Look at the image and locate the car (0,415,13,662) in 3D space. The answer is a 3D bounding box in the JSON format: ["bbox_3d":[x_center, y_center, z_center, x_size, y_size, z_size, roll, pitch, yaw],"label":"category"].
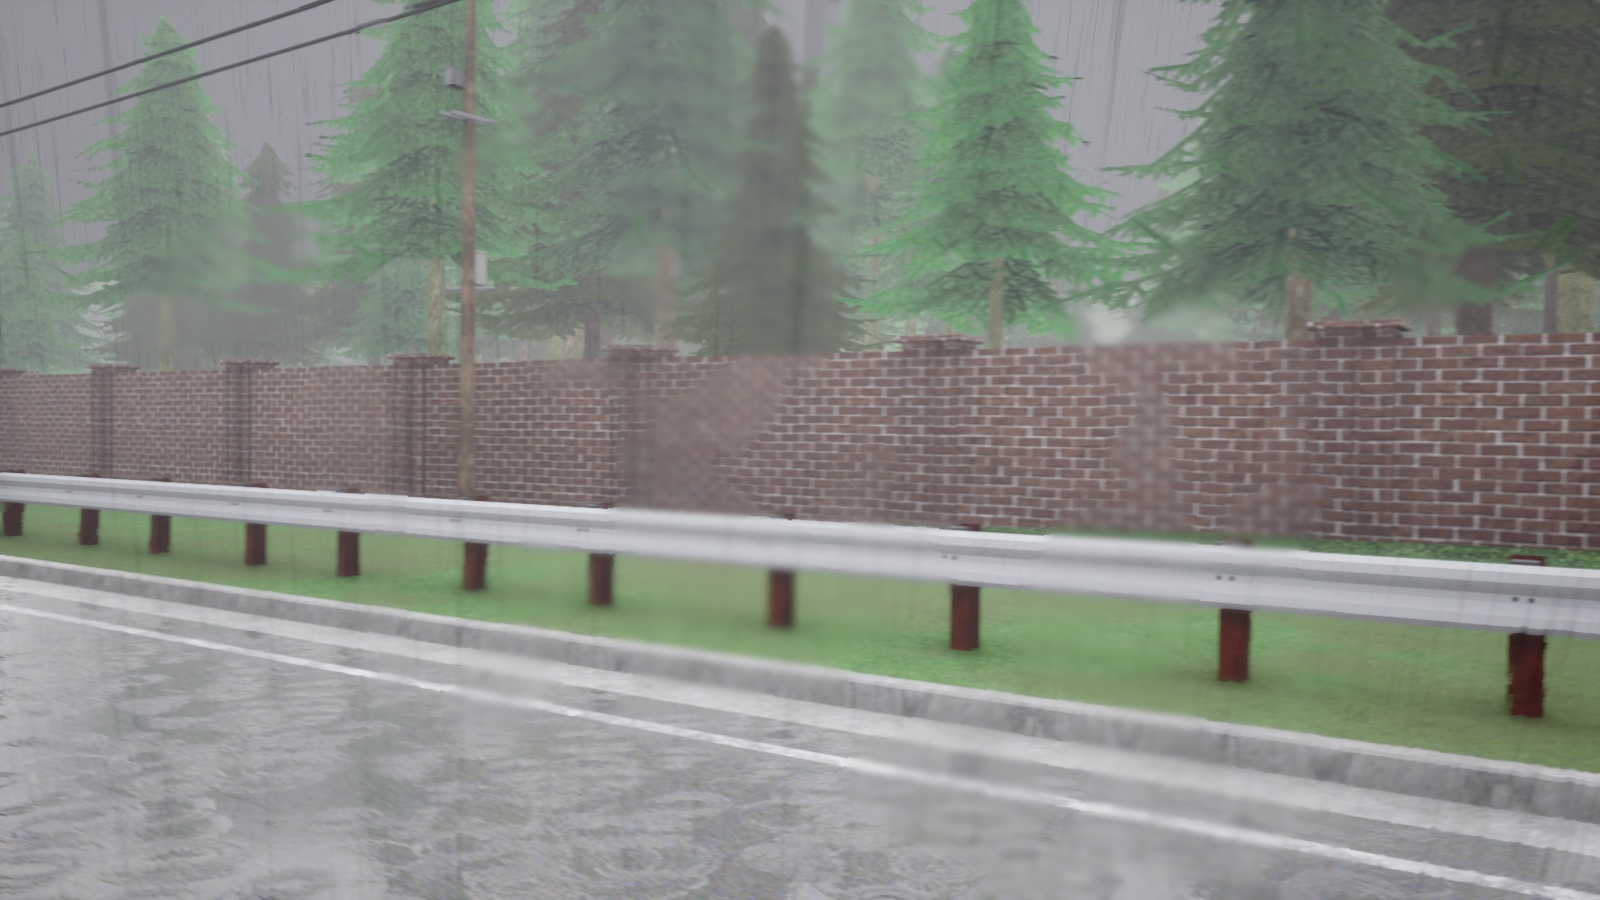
[{"bbox_3d":[-7.799,0.565,8.801,5.366,1.575,1.801,0,1,34],"label":"car"}]
